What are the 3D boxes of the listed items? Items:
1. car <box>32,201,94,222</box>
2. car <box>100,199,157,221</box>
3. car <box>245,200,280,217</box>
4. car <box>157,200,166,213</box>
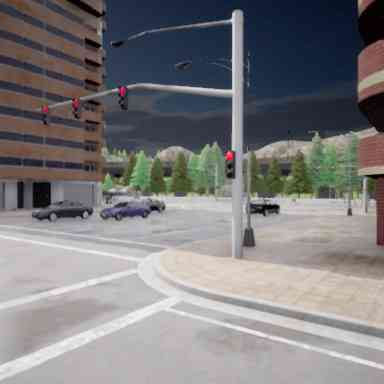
[{"bbox_3d":[-10.197,1.468,26.493,1.837,1.490,4.892,0,0,36],"label":"car"},{"bbox_3d":[-5.338,1.494,27.236,1.812,1.442,4.674,0,0,36],"label":"car"},{"bbox_3d":[6.868,1.457,31.907,1.882,1.535,5.008,0,0,36],"label":"car"},{"bbox_3d":[-4.717,1.453,34.035,2.128,1.511,4.902,0,0,36],"label":"car"}]
